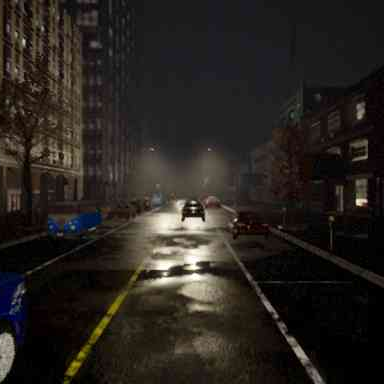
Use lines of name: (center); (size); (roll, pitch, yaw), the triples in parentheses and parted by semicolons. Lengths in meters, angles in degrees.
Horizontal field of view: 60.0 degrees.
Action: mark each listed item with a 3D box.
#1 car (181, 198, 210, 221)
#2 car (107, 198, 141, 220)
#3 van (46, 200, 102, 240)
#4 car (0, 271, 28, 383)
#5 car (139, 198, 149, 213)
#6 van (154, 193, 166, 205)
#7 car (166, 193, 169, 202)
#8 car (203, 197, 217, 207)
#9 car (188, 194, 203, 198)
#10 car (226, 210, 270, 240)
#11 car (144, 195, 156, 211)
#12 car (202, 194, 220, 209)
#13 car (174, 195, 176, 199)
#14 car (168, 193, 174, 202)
car: (0.099, 1.498, 26.644); (2.033, 1.411, 5.357); (0, 0, 0)
car: (-5.690, 1.474, 27.336); (1.752, 1.417, 4.829); (0, 0, 0)
van: (-5.689, 1.309, 16.431); (1.690, 1.788, 3.998); (0, 0, 0)
car: (-3.102, 1.472, 2.351); (1.882, 1.535, 5.008); (0, 0, 0)
car: (-5.691, 1.522, 33.043); (1.802, 1.307, 4.206); (0, 0, 0)
van: (-5.692, 1.250, 55.190); (1.690, 1.788, 3.998); (0, 0, 0)
car: (-5.693, 1.447, 60.728); (1.887, 1.381, 4.507); (0, 0, 0)
car: (2.689, 1.497, 49.652); (1.802, 1.307, 4.206); (0, 0, 0)
car: (0.098, 1.427, 44.008); (1.837, 1.490, 4.892); (0, 0, 0)
car: (2.691, 1.549, 16.430); (1.802, 1.307, 4.206); (0, 0, 0)
car: (-5.690, 1.372, 38.580); (1.967, 1.590, 4.097); (0, 0, 0)
car: (2.690, 1.363, 44.115); (1.967, 1.590, 4.097); (0, 0, 0)
car: (-5.694, 1.192, 88.413); (2.192, 1.841, 5.009); (0, 0, 0)
car: (-5.692, 1.205, 71.802); (2.192, 1.841, 5.009); (0, 0, 0)
